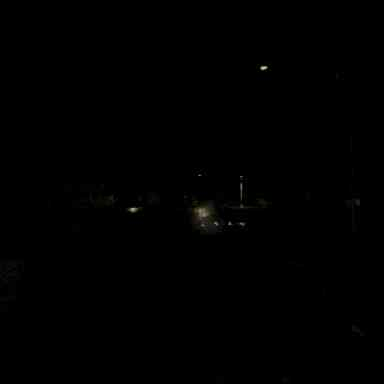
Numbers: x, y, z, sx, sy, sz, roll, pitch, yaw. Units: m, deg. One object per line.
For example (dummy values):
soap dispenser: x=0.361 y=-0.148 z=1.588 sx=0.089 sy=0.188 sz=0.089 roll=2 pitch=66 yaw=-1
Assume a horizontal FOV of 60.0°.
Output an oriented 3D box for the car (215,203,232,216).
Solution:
car: x=3.938 y=2.097 z=41.208 sx=1.882 sy=1.535 sz=5.008 roll=-1 pitch=-1 yaw=9
